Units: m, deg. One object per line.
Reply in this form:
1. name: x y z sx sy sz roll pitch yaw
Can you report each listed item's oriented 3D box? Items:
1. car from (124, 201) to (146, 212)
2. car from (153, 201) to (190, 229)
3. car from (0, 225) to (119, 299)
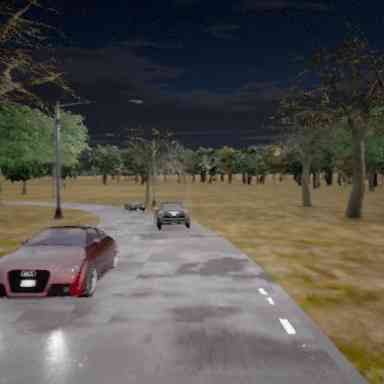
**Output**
1. car: -7.344 1.809 42.088 1.895 1.301 4.718 -1 0 -23
2. car: -1.462 1.415 22.541 2.097 1.767 4.553 0 0 -10
3. car: -3.151 1.554 8.336 1.994 1.385 4.181 0 0 -1
